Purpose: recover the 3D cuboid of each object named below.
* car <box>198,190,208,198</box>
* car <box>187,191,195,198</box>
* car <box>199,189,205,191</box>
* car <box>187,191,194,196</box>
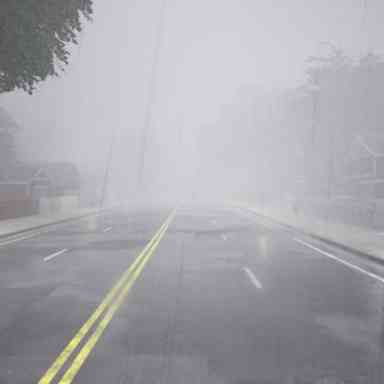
[{"bbox_3d":[2.925,0.805,82.501,1.895,1.301,4.718,0,1,0],"label":"car"},{"bbox_3d":[-0.325,0.815,82.488,1.895,1.301,4.718,0,1,0],"label":"car"},{"bbox_3d":[2.884,0.149,92.530,2.150,2.045,5.566,0,1,0],"label":"car"},{"bbox_3d":[-0.365,0.457,92.491,1.812,1.442,4.674,0,1,0],"label":"car"}]
